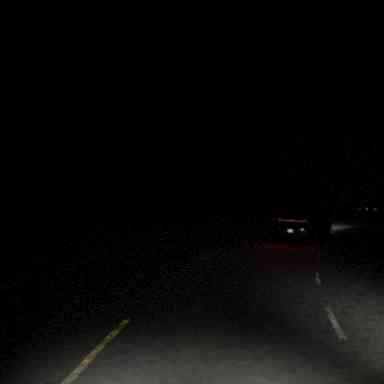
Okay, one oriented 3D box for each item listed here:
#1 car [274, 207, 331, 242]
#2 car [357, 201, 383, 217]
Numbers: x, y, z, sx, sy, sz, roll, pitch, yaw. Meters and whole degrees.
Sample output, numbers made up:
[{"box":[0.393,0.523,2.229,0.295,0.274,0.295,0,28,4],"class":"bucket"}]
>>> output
[{"box":[5.610,1.482,16.567,2.128,1.511,4.902,0,0,33],"class":"car"},{"box":[17.258,1.581,31.791,2.033,1.411,5.357,1,0,39],"class":"car"}]
